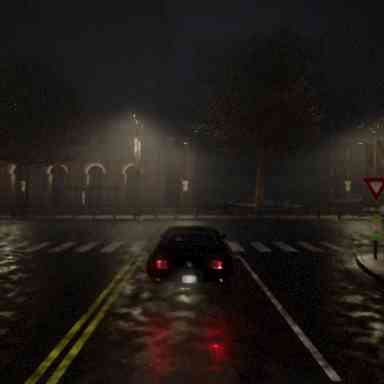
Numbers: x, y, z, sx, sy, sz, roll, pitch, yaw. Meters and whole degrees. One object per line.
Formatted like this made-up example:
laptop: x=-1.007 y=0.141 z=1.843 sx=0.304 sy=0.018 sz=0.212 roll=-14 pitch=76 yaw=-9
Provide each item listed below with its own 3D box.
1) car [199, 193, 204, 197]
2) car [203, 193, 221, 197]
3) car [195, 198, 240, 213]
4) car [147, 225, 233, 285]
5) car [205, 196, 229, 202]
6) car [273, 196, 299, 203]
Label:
car: x=4.185 y=0.967 z=84.889 sx=5.566 sy=2.045 sz=2.435 roll=0 pitch=0 yaw=0
car: x=4.440 y=1.373 z=54.788 sx=4.786 sy=1.482 sz=2.161 roll=0 pitch=0 yaw=0
car: x=2.650 y=1.575 z=35.573 sx=4.718 sy=1.301 sz=1.895 roll=0 pitch=0 yaw=0
car: x=0.029 y=1.594 z=9.404 sx=1.895 sy=1.301 sz=4.718 roll=0 pitch=0 yaw=2
car: x=4.918 y=1.415 z=66.387 sx=4.718 sy=1.301 sz=1.895 roll=0 pitch=0 yaw=0
car: x=16.660 y=1.275 z=58.841 sx=4.674 sy=1.452 sz=2.002 roll=0 pitch=0 yaw=0
